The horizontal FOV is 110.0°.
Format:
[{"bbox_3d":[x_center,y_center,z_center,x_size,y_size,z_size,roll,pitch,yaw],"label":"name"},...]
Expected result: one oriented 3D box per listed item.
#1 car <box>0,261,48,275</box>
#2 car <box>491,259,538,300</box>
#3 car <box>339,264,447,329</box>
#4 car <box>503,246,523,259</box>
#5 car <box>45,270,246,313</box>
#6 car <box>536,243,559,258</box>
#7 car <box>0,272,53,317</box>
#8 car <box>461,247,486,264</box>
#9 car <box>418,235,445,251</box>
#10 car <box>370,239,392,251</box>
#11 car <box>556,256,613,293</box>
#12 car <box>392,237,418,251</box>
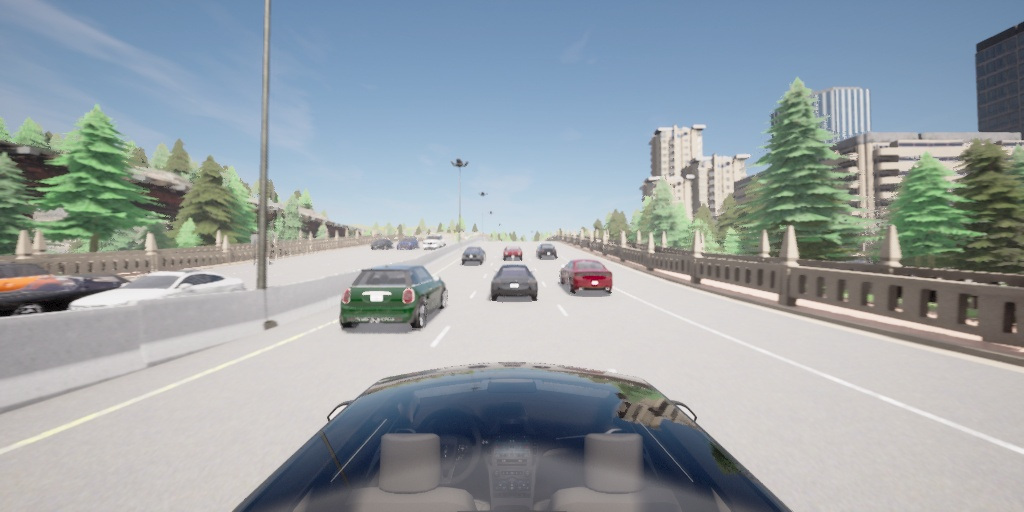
[{"bbox_3d":[-17.599,1.023,11.293,2.097,1.767,4.553,0,2,0],"label":"car"},{"bbox_3d":[0.098,1.058,16.200,1.994,1.385,4.181,0,3,0],"label":"car"},{"bbox_3d":[-3.405,1.026,11.152,2.097,1.767,4.553,0,1,0],"label":"car"},{"bbox_3d":[0.098,-0.398,36.117,1.895,1.301,4.718,0,5,0],"label":"car"},{"bbox_3d":[-10.599,1.198,11.230,1.812,1.442,4.674,0,2,0],"label":"car"},{"bbox_3d":[3.597,-0.588,37.452,1.812,1.442,4.674,0,5,0],"label":"car"},{"bbox_3d":[-14.100,1.271,11.339,1.895,1.301,4.718,0,2,0],"label":"car"},{"bbox_3d":[-3.402,-0.129,32.335,2.033,1.411,5.357,0,5,0],"label":"car"},{"bbox_3d":[-10.591,-1.863,48.843,2.150,2.045,5.566,0,5,0],"label":"car"},{"bbox_3d":[-17.587,-1.564,48.666,1.837,1.490,4.892,0,4,0],"label":"car"},{"bbox_3d":[3.599,0.882,17.998,1.882,1.535,5.008,0,3,0],"label":"car"},{"bbox_3d":[-14.088,-1.714,48.601,2.097,1.767,4.553,0,5,0],"label":"car"}]
